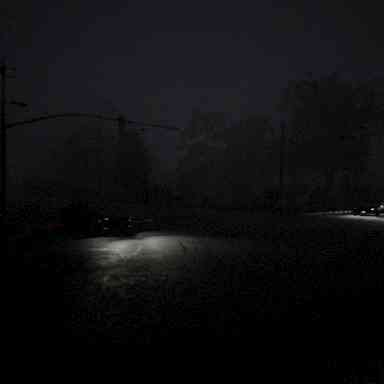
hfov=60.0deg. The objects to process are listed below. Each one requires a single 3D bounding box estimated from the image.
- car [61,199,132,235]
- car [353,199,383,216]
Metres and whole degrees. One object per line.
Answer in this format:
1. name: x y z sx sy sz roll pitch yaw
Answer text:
1. car: -4.924 1.154 16.830 1.882 1.535 5.008 0 1 -43
2. car: 15.861 1.302 29.147 2.033 1.411 5.357 1 0 43
